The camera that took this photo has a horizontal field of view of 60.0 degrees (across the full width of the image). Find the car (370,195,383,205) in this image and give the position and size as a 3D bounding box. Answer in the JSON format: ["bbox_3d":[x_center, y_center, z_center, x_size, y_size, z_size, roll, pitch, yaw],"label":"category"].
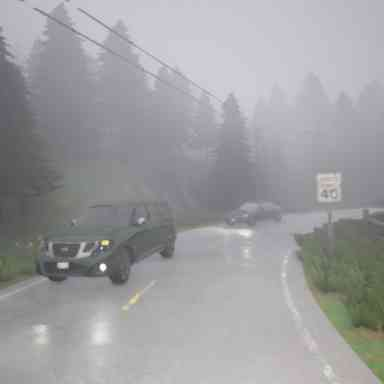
[{"bbox_3d":[19.036,0.649,30.882,5.357,1.411,2.033,-3,0,-24],"label":"car"}]

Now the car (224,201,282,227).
[{"bbox_3d":[4.016,1.312,21.149,4.674,1.442,1.812,-3,0,-45],"label":"car"}]

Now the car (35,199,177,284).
[{"bbox_3d":[-2.204,1.301,10.332,2.150,2.045,5.566,-3,0,17],"label":"car"}]
